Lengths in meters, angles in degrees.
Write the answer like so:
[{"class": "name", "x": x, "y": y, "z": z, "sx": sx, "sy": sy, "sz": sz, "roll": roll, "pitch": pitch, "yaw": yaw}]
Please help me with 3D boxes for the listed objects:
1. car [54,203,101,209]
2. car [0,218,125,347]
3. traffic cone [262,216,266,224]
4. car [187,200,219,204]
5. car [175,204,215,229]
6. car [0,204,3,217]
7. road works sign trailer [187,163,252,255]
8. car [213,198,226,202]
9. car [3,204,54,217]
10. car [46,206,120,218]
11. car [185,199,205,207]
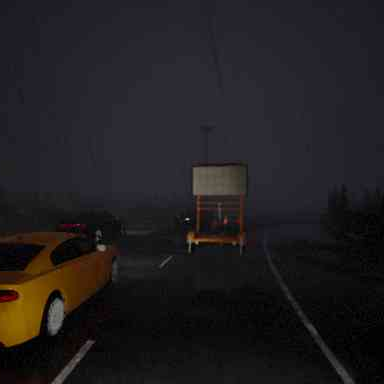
[{"class": "car", "x": -9.270, "y": 1.763, "z": 29.123, "sx": 2.128, "sy": 1.511, "sz": 4.902, "roll": 0, "pitch": -1, "yaw": 18}, {"class": "car", "x": -2.951, "y": 1.541, "z": 6.654, "sx": 1.882, "sy": 1.535, "sz": 5.008, "roll": 0, "pitch": -1, "yaw": 4}, {"class": "traffic cone", "x": 5.682, "y": 2.195, "z": 26.374, "sx": 0.340, "sy": 0.580, "sz": 0.340, "roll": 0, "pitch": -1, "yaw": 13}, {"class": "car", "x": 0.841, "y": 1.876, "z": 35.892, "sx": 2.033, "sy": 1.411, "sz": 5.357, "roll": 0, "pitch": -1, "yaw": 23}, {"class": "car", "x": 0.246, "y": 1.781, "z": 23.693, "sx": 1.994, "sy": 1.385, "sz": 4.181, "roll": 0, "pitch": -1, "yaw": 15}, {"class": "car", "x": -16.832, "y": 1.771, "z": 28.249, "sx": 1.837, "sy": 1.490, "sz": 4.892, "roll": 0, "pitch": -1, "yaw": 17}, {"class": "road works sign trailer", "x": 1.190, "y": 0.594, "z": 14.096, "sx": 2.380, "sy": 3.560, "sz": 2.880, "roll": 0, "pitch": -1, "yaw": 13}, {"class": "car", "x": 4.833, "y": 1.940, "z": 64.425, "sx": 2.097, "sy": 1.767, "sz": 4.553, "roll": 0, "pitch": -1, "yaw": 33}, {"class": "car", "x": -13.107, "y": 1.817, "z": 28.736, "sx": 2.033, "sy": 1.411, "sz": 5.357, "roll": 0, "pitch": -1, "yaw": 16}, {"class": "car", "x": -4.995, "y": 1.663, "z": 16.963, "sx": 1.837, "sy": 1.490, "sz": 4.892, "roll": 0, "pitch": -1, "yaw": 11}, {"class": "car", "x": 0.667, "y": 2.153, "z": 64.393, "sx": 1.994, "sy": 1.385, "sz": 4.181, "roll": 0, "pitch": -1, "yaw": 33}]
